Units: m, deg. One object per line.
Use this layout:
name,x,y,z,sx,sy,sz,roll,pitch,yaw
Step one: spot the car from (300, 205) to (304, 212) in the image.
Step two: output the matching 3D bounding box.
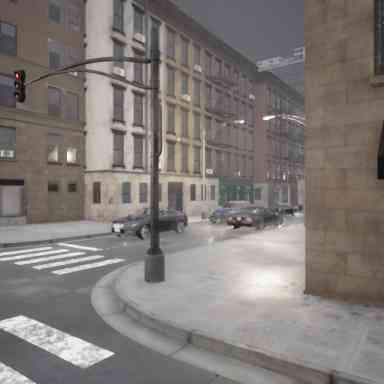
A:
car,14.823,1.832,41.612,1.895,1.301,4.718,0,0,36

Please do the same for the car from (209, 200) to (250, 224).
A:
car,3.190,1.476,25.349,2.097,1.767,4.553,0,0,36

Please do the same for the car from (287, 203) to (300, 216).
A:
car,8.910,1.777,33.360,1.895,1.301,4.718,0,0,35

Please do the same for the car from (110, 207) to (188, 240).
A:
car,-2.149,1.568,17.830,2.128,1.511,4.902,0,0,35

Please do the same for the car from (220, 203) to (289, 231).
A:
car,4.233,1.658,21.708,2.033,1.411,5.357,0,0,35
